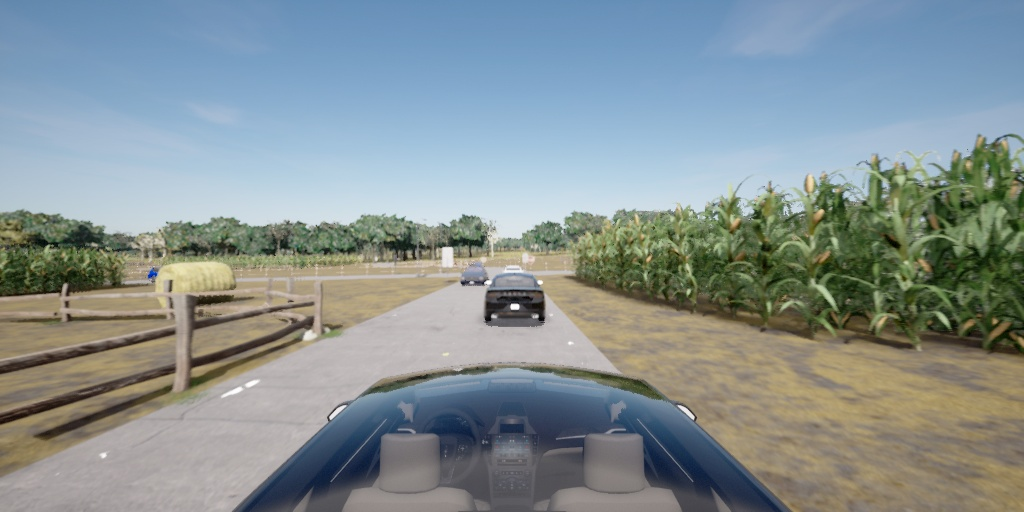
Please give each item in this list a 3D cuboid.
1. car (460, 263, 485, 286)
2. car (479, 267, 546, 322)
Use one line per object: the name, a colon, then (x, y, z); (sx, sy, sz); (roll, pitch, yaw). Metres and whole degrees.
car: (-2.826, 1.528, 27.984); (2.033, 1.411, 5.357); (0, -1, 0)
car: (0.087, 1.308, 12.661); (1.882, 1.535, 5.008); (0, 0, 0)
